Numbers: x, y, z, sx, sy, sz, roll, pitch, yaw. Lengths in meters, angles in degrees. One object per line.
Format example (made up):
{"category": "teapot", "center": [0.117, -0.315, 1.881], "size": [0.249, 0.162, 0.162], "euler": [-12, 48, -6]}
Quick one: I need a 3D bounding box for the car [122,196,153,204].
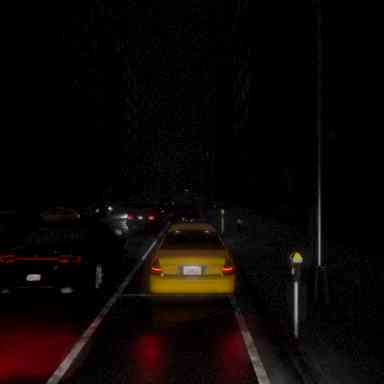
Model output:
{"category": "car", "center": [-5.855, 1.486, 35.943], "size": [2.128, 1.511, 4.902], "euler": [0, 0, 0]}

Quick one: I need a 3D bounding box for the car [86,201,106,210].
{"category": "car", "center": [-8.408, 1.581, 26.194], "size": [1.802, 1.307, 4.206], "euler": [0, 0, 0]}

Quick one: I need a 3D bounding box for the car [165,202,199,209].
{"category": "car", "center": [-0.383, 1.566, 20.772], "size": [1.947, 1.339, 4.313], "euler": [0, 0, 0]}

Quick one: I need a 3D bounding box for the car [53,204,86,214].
{"category": "car", "center": [-8.408, 1.525, 20.611], "size": [1.752, 1.417, 4.829], "euler": [0, 0, 0]}

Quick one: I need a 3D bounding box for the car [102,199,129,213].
{"category": "car", "center": [-8.408, 1.545, 37.020], "size": [2.008, 1.369, 4.403], "euler": [0, 0, 0]}

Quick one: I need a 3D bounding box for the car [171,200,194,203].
{"category": "car", "center": [-0.383, 1.565, 26.185], "size": [1.947, 1.339, 4.313], "euler": [0, 0, 0]}

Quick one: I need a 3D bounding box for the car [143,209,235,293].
{"category": "car", "center": [0.004, 1.457, 8.840], "size": [1.801, 1.575, 5.366], "euler": [0, 0, 0]}

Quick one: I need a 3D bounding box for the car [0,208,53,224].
{"category": "car", "center": [-8.408, 1.566, 15.368], "size": [1.947, 1.339, 4.313], "euler": [0, 0, 0]}

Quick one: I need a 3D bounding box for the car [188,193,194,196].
{"category": "car", "center": [-0.382, 1.396, 90.663], "size": [1.967, 1.590, 4.097], "euler": [0, 0, 0]}

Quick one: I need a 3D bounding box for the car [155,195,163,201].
{"category": "car", "center": [-8.408, 1.486, 85.047], "size": [1.752, 1.417, 4.829], "euler": [0, 0, 0]}

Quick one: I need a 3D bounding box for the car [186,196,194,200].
{"category": "car", "center": [-0.383, 1.519, 37.181], "size": [1.752, 1.417, 4.829], "euler": [0, 0, 0]}

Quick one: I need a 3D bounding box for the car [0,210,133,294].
{"category": "car", "center": [-3.021, 1.477, 8.825], "size": [1.882, 1.535, 5.008], "euler": [0, 0, 0]}

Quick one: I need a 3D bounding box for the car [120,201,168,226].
{"category": "car", "center": [-2.955, 1.547, 21.706], "size": [2.033, 1.411, 5.357], "euler": [0, 0, 0]}

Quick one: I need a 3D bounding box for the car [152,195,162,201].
{"category": "car", "center": [-8.408, 1.510, 79.763], "size": [1.887, 1.381, 4.507], "euler": [0, 0, 0]}

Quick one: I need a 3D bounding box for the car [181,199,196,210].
{"category": "car", "center": [-0.383, 1.573, 42.423], "size": [1.802, 1.307, 4.206], "euler": [0, 0, 0]}

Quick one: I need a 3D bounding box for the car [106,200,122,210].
{"category": "car", "center": [-8.408, 1.548, 31.607], "size": [2.008, 1.369, 4.403], "euler": [0, 0, 0]}

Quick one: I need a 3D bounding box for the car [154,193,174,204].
{"category": "car", "center": [-2.940, 1.345, 40.060], "size": [2.097, 1.767, 4.553], "euler": [0, 0, 0]}
